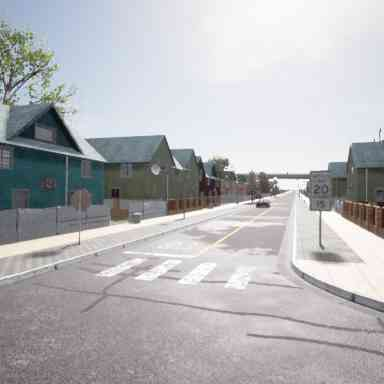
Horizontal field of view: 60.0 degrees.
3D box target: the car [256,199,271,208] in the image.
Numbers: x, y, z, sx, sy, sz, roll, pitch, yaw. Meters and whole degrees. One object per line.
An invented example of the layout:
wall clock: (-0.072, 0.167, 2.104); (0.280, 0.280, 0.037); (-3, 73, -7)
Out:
car: (10.796, 1.651, 50.232); (1.895, 1.301, 4.718); (0, 0, 17)
